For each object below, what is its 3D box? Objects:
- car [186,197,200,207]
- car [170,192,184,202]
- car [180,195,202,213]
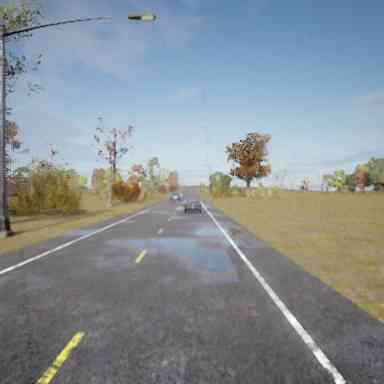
[{"bbox_3d":[0.096,1.412,48.873,1.994,1.385,4.181,0,0,0],"label":"car"},{"bbox_3d":[-3.504,0.995,71.273,2.150,2.045,5.566,0,0,0],"label":"car"},{"bbox_3d":[0.098,1.384,35.878,2.128,1.511,4.902,0,0,0],"label":"car"}]
